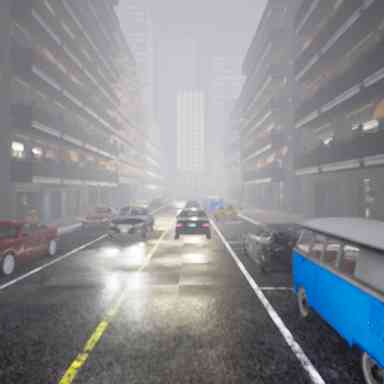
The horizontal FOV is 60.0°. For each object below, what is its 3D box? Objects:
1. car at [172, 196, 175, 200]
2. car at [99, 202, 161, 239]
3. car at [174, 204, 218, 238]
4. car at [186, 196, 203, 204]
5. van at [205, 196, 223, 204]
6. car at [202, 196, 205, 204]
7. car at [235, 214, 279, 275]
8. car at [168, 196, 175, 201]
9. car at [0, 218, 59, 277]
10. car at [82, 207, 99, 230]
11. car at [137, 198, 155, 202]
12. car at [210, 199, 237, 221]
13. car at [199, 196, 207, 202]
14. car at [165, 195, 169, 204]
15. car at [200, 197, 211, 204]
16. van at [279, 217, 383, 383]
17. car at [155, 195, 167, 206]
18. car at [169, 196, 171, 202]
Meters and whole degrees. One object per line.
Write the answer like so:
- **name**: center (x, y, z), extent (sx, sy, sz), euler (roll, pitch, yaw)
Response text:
- **car**: center (-5.717, 1.549, 76.592), extent (1.967, 1.590, 4.097), euler (-1, 0, 0)
- **car**: center (-3.088, 1.511, 17.678), extent (2.128, 1.511, 4.902), euler (0, 0, 0)
- **car**: center (0.050, 1.568, 17.737), extent (2.033, 1.411, 5.357), euler (0, 0, 0)
- **car**: center (0.089, 1.623, 46.104), extent (1.994, 1.385, 4.181), euler (0, 0, 0)
- **van**: center (2.672, 1.388, 37.917), extent (1.690, 1.788, 3.998), euler (-1, 0, 0)
- **car**: center (2.669, 1.632, 60.009), extent (2.008, 1.369, 4.403), euler (-1, 0, 0)
- **car**: center (2.681, 1.577, 10.299), extent (1.947, 1.339, 4.313), euler (0, 0, 0)
- **car**: center (-5.720, 1.705, 93.162), extent (1.947, 1.339, 4.313), euler (-1, 0, 0)
- **car**: center (-5.700, 1.556, 10.310), extent (1.887, 1.381, 4.507), euler (0, 0, 0)
- **car**: center (-5.702, 1.607, 21.357), extent (1.802, 1.307, 4.206), euler (0, 0, 0)
- **car**: center (-5.707, 1.572, 37.757), extent (1.752, 1.417, 4.829), euler (0, 0, 0)
- **car**: center (2.677, 1.557, 27.039), extent (1.752, 1.417, 4.829), euler (0, 0, 0)
- **car**: center (2.664, 1.669, 82.103), extent (2.008, 1.369, 4.403), euler (-1, 0, 0)
- **car**: center (-5.712, 1.626, 60.021), extent (1.887, 1.381, 4.507), euler (0, 0, 0)
- **car**: center (2.668, 1.641, 65.533), extent (2.008, 1.369, 4.403), euler (-1, 0, 0)
- **van**: center (2.681, 1.347, 4.776), extent (1.690, 1.788, 3.998), euler (0, 0, 0)
- **car**: center (-5.710, 1.638, 54.497), extent (1.947, 1.339, 4.313), euler (0, 0, 0)
- **car**: center (-5.714, 1.634, 65.545), extent (1.887, 1.381, 4.507), euler (0, 0, 0)
